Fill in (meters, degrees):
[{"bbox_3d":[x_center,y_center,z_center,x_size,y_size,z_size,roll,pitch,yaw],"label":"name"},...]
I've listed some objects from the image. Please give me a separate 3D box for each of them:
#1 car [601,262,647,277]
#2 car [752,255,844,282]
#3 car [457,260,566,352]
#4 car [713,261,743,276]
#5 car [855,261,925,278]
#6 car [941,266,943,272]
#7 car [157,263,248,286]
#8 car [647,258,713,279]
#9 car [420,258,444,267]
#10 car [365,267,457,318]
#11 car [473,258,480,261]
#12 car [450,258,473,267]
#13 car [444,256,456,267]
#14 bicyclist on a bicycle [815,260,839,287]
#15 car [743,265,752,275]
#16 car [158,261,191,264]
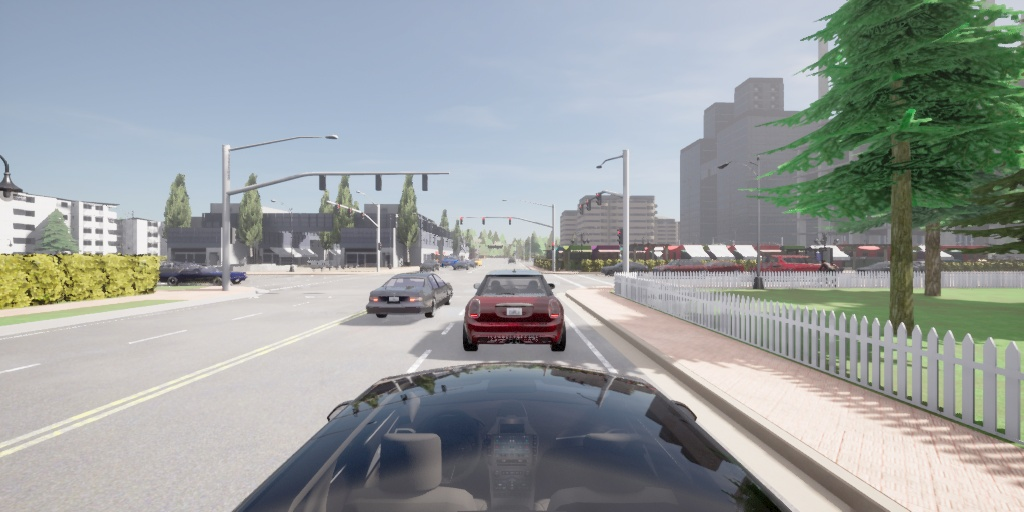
[{"bbox_3d":[11.223,1.276,35.750,4.674,1.442,1.812,0,0,-1],"label":"car"},{"bbox_3d":[23.040,0.971,28.858,5.566,2.045,2.150,0,0,-2],"label":"car"},{"bbox_3d":[0.062,1.102,9.112,2.097,1.767,4.553,0,0,0],"label":"car"},{"bbox_3d":[20.548,1.228,36.006,5.008,1.535,1.882,0,0,-1],"label":"car"},{"bbox_3d":[34.347,1.255,32.842,4.892,1.490,1.837,0,0,-1],"label":"car"},{"bbox_3d":[40.671,1.242,36.480,4.902,1.511,2.128,0,0,-1],"label":"car"},{"bbox_3d":[-20.886,1.351,24.358,4.718,1.301,1.895,0,0,-1],"label":"car"},{"bbox_3d":[15.072,1.102,32.364,4.553,1.767,2.097,0,0,-1],"label":"car"},{"bbox_3d":[-10.612,1.255,46.540,1.837,1.490,4.892,0,0,0],"label":"car"},{"bbox_3d":[-3.421,1.297,12.947,2.033,1.411,5.357,0,0,0],"label":"car"},{"bbox_3d":[-7.097,1.297,60.360,2.033,1.411,5.357,0,0,0],"label":"car"},{"bbox_3d":[-7.111,1.314,51.118,1.994,1.385,4.181,0,0,0],"label":"car"},{"bbox_3d":[-10.597,0.970,60.556,2.150,2.045,5.566,0,0,0],"label":"car"},{"bbox_3d":[18.787,1.052,21.472,0.582,1.620,1.656,0,0,-1],"label":"bicyclist on a bicycle"},{"bbox_3d":[24.285,1.228,32.596,5.008,1.535,1.882,0,0,-1],"label":"car"},{"bbox_3d":[-25.396,1.242,27.753,4.902,1.511,2.128,0,0,-2],"label":"car"}]
